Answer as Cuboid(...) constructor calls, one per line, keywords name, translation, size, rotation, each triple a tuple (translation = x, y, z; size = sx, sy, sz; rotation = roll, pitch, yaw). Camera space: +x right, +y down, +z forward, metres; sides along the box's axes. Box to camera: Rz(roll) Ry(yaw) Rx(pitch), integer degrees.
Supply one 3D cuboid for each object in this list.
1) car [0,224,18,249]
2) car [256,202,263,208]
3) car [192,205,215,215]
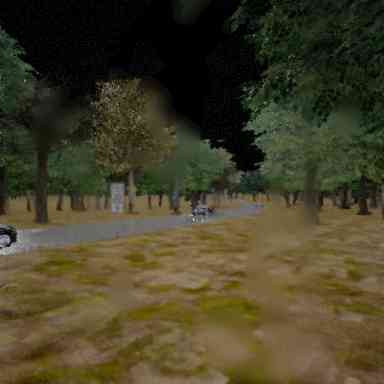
Cuboid(name="car", translation=(-9.254, 1.590, 12.897), size=(1.837, 1.490, 4.892), rotation=(1, -1, 26))
Cuboid(name="car", translation=(18.191, 3.482, 89.712), size=(1.994, 1.385, 4.181), rotation=(1, -1, 13))
Cuboid(name="car", translation=(1.730, 2.443, 46.065), size=(2.033, 1.411, 5.357), rotation=(1, -1, 21))
